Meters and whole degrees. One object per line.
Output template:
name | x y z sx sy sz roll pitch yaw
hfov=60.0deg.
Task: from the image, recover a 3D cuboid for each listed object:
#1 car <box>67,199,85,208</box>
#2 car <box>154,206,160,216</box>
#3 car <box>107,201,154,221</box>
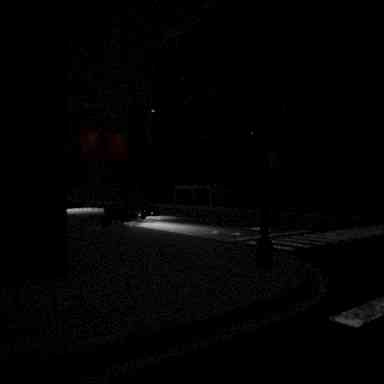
car | -17.844 1.716 50.531 1.895 1.301 4.718 0 0 -36
car | -5.231 1.581 32.831 2.033 1.411 5.357 0 0 -36
car | -5.451 1.519 27.573 2.128 1.511 4.902 0 0 -36
